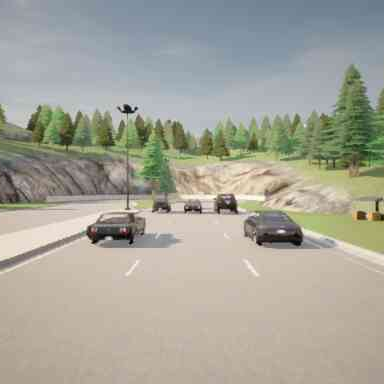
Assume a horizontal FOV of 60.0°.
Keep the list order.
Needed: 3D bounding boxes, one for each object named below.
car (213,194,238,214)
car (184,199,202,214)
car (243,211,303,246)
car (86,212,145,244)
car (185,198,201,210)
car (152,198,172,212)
[{"bbox_3d":[3.611,1.218,36.214,2.150,2.045,5.566,0,0,0],"label":"car"},{"bbox_3d":[0.107,1.601,35.855,1.895,1.301,4.718,0,0,0],"label":"car"},{"bbox_3d":[3.602,1.564,15.413,1.994,1.385,4.181,0,0,0],"label":"car"},{"bbox_3d":[-3.397,1.601,15.853,1.895,1.301,4.718,0,0,0],"label":"car"},{"bbox_3d":[0.203,1.564,44.614,1.994,1.385,4.181,0,0,2],"label":"car"},{"bbox_3d":[-3.389,1.504,37.947,1.837,1.490,4.892,0,0,0],"label":"car"}]
